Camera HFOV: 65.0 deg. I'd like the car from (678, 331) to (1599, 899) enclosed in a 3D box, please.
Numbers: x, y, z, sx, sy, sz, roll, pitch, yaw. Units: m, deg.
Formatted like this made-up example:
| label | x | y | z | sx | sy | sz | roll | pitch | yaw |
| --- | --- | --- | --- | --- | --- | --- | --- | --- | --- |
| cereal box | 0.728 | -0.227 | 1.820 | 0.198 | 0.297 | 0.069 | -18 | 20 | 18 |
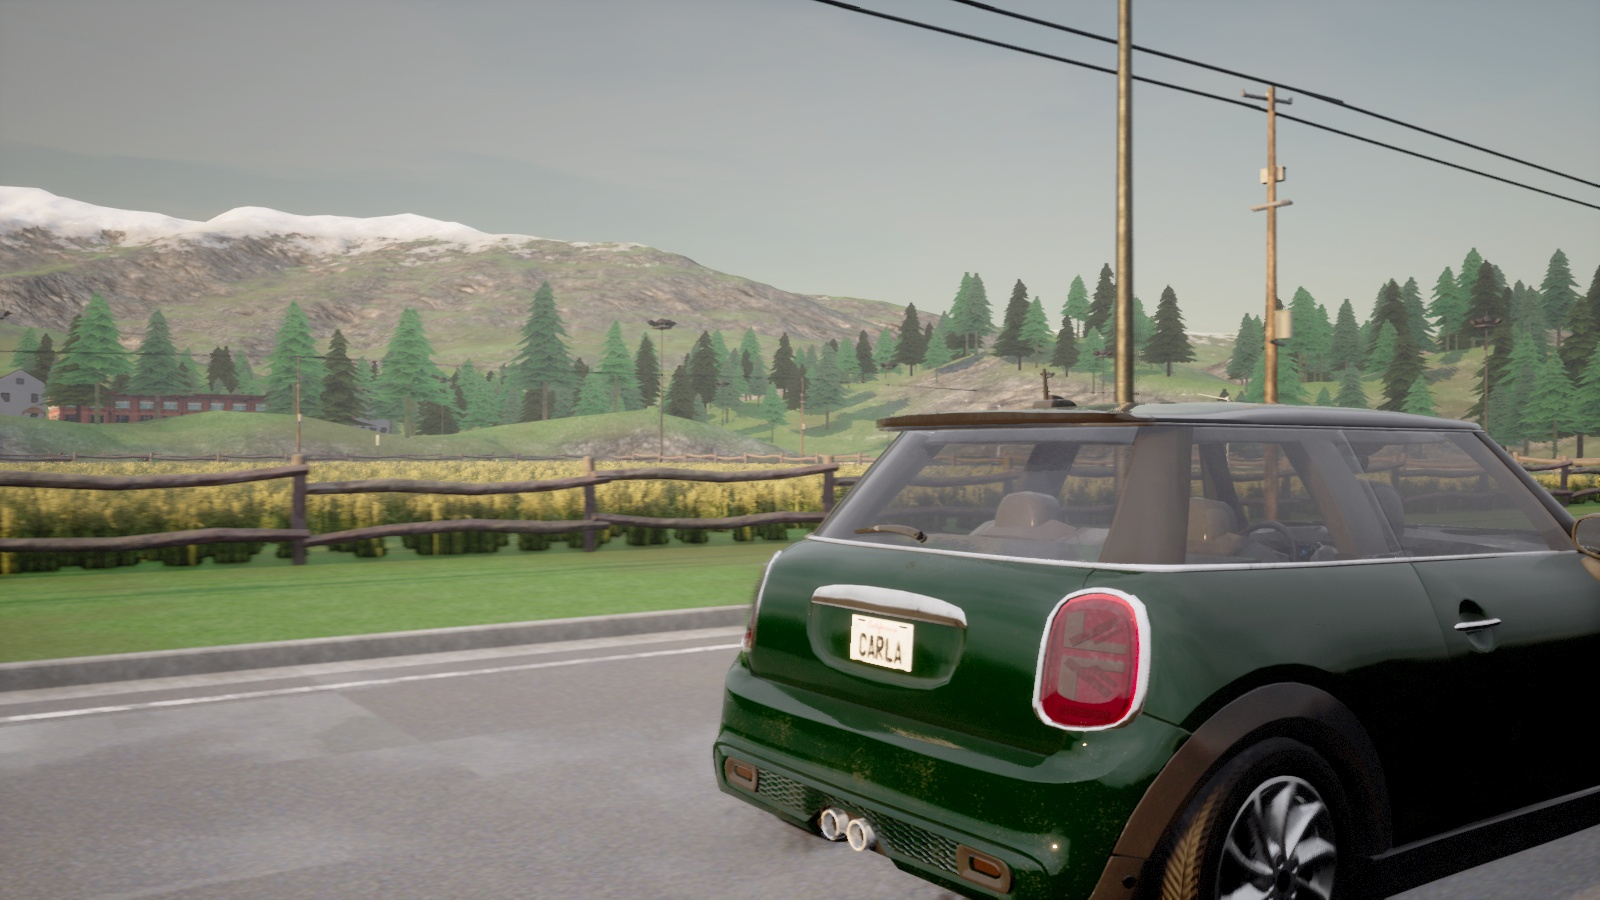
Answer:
| label | x | y | z | sx | sy | sz | roll | pitch | yaw |
| --- | --- | --- | --- | --- | --- | --- | --- | --- | --- |
| car | 2.021 | 0.611 | 5.065 | 4.553 | 1.767 | 2.097 | 0 | 0 | -35 |
